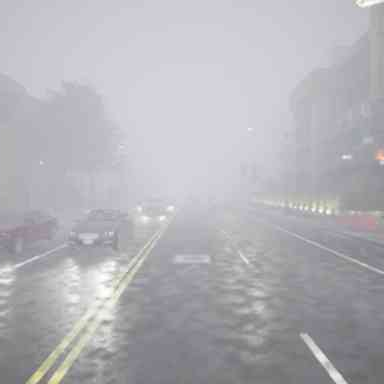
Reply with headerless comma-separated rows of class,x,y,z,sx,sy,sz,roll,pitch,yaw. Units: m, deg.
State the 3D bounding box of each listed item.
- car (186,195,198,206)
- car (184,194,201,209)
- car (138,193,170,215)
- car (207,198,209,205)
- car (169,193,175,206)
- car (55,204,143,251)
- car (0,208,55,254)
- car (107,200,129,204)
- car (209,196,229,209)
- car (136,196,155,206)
car,-0.024,1.342,53.744,1.882,1.535,5.008,0,0,0
car,0.072,1.241,43.856,2.097,1.767,4.553,0,0,0
car,-3.608,1.270,32.537,2.097,1.767,4.553,0,0,0
car,3.477,1.342,53.622,1.882,1.535,5.008,0,0,0
car,-3.591,1.363,51.591,2.128,1.511,4.902,0,0,0
car,-3.606,1.456,13.987,2.128,1.511,4.902,0,0,0
car,-7.110,1.444,13.482,1.882,1.535,5.008,0,0,0
car,-7.112,1.483,32.158,1.994,1.385,4.181,0,0,0
car,3.573,1.417,43.168,1.812,1.442,4.674,0,0,0
car,-7.092,1.364,51.332,2.128,1.511,4.902,0,0,0
